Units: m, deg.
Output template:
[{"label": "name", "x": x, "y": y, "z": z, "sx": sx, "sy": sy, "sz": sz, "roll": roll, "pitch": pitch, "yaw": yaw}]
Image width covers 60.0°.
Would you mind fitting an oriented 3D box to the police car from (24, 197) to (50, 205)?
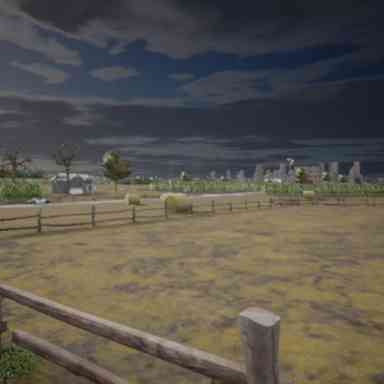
[{"label": "police car", "x": -33.224, "y": 1.932, "z": 71.357, "sx": 2.038, "sy": 1.542, "sz": 4.974, "roll": 2, "pitch": 2, "yaw": 36}]
